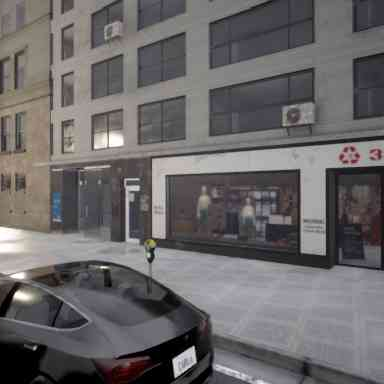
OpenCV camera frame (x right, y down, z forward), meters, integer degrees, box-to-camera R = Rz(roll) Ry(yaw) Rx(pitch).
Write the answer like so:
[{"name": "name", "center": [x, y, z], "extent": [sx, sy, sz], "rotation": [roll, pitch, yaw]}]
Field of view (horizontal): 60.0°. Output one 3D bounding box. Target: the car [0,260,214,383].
[{"name": "car", "center": [-1.755, 1.566, 4.218], "extent": [4.313, 1.339, 1.947], "rotation": [0, 0, 36]}]
